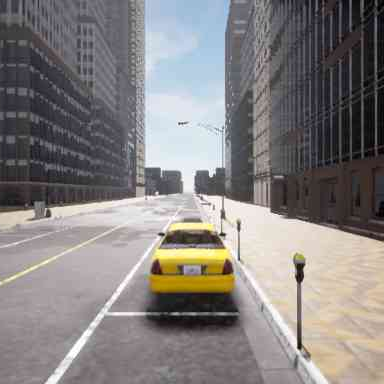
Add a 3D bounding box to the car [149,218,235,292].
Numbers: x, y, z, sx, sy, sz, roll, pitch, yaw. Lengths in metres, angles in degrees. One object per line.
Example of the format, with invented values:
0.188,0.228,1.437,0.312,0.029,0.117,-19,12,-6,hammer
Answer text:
0.004,1.447,8.839,1.801,1.575,5.366,0,0,0,car
